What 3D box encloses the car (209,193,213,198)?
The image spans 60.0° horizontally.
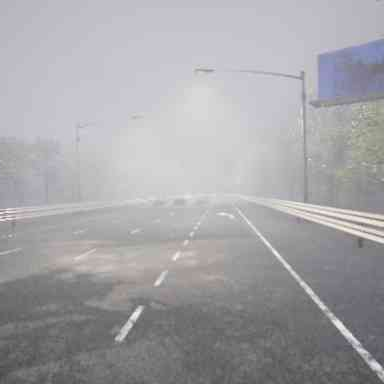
[{"bbox_3d":[2.970,1.539,71.815,1.994,1.385,4.181,-1,0,5],"label":"car"}]

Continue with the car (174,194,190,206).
[{"bbox_3d":[-1.889,1.547,56.563,1.882,1.535,5.008,-1,0,5],"label":"car"}]

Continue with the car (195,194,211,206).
[{"bbox_3d":[1.594,1.530,56.155,2.033,1.411,5.357,-1,0,5],"label":"car"}]

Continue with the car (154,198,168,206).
[{"bbox_3d":[-5.367,1.682,56.917,1.812,1.442,4.674,-1,0,5],"label":"car"}]
